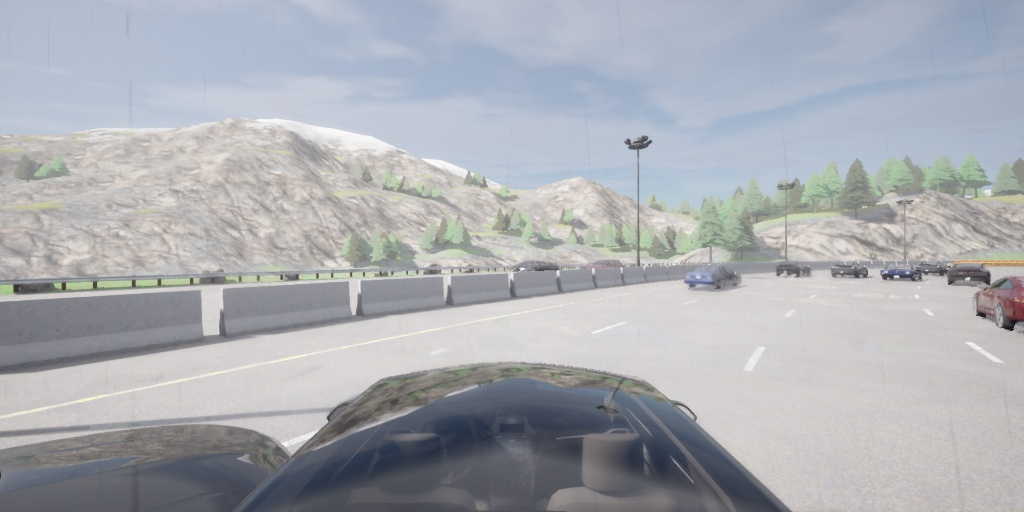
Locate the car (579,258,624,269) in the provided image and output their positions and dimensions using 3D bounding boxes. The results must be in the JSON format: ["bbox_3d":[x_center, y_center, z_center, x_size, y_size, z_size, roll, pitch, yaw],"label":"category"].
[{"bbox_3d":[8.516,1.102,33.235,4.553,1.767,2.097,0,0,-41],"label":"car"}]

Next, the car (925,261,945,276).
[{"bbox_3d":[43.310,1.241,36.831,4.902,1.511,2.128,0,0,-31],"label":"car"}]

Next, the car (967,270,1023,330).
[{"bbox_3d":[14.900,1.276,10.128,1.812,1.442,4.674,0,0,44],"label":"car"}]

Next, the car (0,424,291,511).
[{"bbox_3d":[-2.981,1.255,0.495,4.892,1.490,1.837,0,0,-45],"label":"car"}]

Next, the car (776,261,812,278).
[{"bbox_3d":[27.259,1.250,34.634,4.892,1.490,1.837,2,-1,-36],"label":"car"}]

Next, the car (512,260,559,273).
[{"bbox_3d":[2.817,1.241,37.532,4.902,1.511,2.128,0,0,-42],"label":"car"}]

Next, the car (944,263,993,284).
[{"bbox_3d":[32.641,1.256,25.584,4.892,1.490,1.837,0,0,-37],"label":"car"}]

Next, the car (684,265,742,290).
[{"bbox_3d":[12.828,1.297,22.811,5.357,1.411,2.033,0,0,-43],"label":"car"}]

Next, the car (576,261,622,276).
[{"bbox_3d":[9.481,1.297,38.713,5.357,1.411,2.033,0,0,-40],"label":"car"}]

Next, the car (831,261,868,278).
[{"bbox_3d":[31.372,1.241,33.307,4.902,1.511,2.128,0,0,-35],"label":"car"}]

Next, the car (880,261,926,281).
[{"bbox_3d":[32.306,1.351,29.698,4.718,1.301,1.895,0,0,-35],"label":"car"}]
